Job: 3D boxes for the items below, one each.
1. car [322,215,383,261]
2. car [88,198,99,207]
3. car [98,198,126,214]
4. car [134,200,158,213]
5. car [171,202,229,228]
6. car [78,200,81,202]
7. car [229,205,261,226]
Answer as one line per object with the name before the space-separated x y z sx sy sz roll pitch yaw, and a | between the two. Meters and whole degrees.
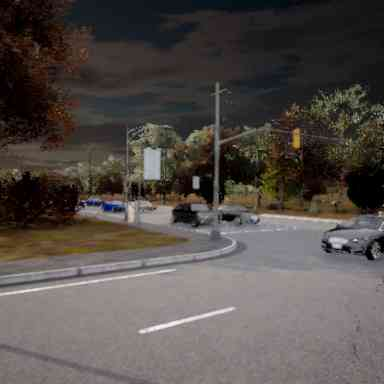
car | 7.161 1.694 13.277 4.902 1.511 2.128 1 -1 -35
car | -16.149 1.680 55.724 1.882 1.535 5.008 1 0 -36
car | -8.924 1.678 38.748 1.882 1.535 5.008 1 0 -33
car | -5.915 1.731 40.539 1.882 1.535 5.008 1 0 -33
car | 0.270 1.567 24.325 2.097 1.767 4.553 1 -1 -32
car | -18.972 1.718 53.653 1.994 1.385 4.181 1 0 -36
car | 3.274 1.756 26.153 2.128 1.511 4.902 1 0 -33
